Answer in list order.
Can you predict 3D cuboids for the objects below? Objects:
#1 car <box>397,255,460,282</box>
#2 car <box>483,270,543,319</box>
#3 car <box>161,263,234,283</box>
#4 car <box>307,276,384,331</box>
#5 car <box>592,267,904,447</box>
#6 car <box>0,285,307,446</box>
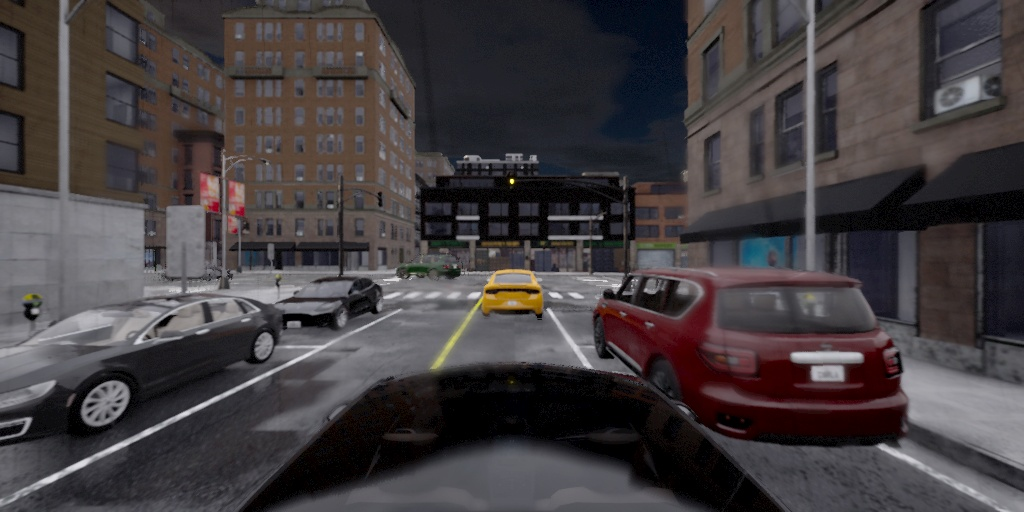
[{"bbox_3d":[-6.757,0.943,28.945,5.566,2.045,2.150,0,-1,29],"label":"car"},{"bbox_3d":[0.075,1.226,12.928,1.882,1.535,5.008,0,0,2],"label":"car"},{"bbox_3d":[-23.143,1.208,26.507,4.181,1.385,1.994,0,0,0],"label":"car"},{"bbox_3d":[-5.388,1.315,11.043,1.948,1.339,4.313,0,0,0],"label":"car"},{"bbox_3d":[2.638,1.064,5.382,2.192,1.841,5.009,0,0,0],"label":"car"},{"bbox_3d":[-5.387,1.300,5.380,2.007,1.370,4.403,0,0,0],"label":"car"}]
